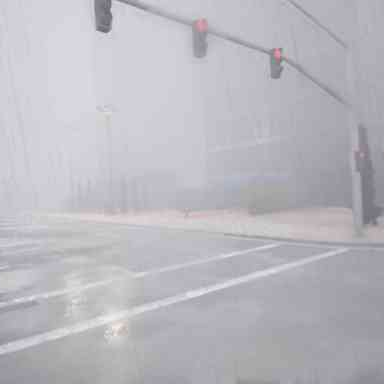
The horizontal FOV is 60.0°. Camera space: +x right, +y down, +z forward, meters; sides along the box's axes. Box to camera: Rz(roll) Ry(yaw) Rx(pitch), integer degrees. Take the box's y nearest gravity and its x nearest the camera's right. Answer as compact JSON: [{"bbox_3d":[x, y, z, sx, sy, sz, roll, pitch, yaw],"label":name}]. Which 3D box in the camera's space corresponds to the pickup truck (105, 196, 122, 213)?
[{"bbox_3d":[-9.814,1.532,43.075,2.390,2.098,6.274,-3,0,-9],"label":"pickup truck"}]
